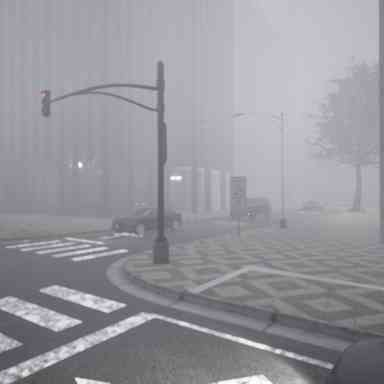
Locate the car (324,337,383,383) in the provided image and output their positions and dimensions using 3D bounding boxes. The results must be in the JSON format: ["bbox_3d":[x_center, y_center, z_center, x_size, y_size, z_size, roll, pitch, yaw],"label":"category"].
[{"bbox_3d":[2.790,1.564,1.693,4.181,1.385,1.994,0,0,36],"label":"car"}]

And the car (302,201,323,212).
[{"bbox_3d":[17.253,2.005,47.557,1.837,1.490,4.892,0,-1,36],"label":"car"}]

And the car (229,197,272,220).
[{"bbox_3d":[5.666,1.515,31.556,2.150,2.045,5.566,0,-1,36],"label":"car"}]

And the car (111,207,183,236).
[{"bbox_3d":[-2.595,1.641,20.053,1.882,1.535,5.008,0,-1,36],"label":"car"}]
